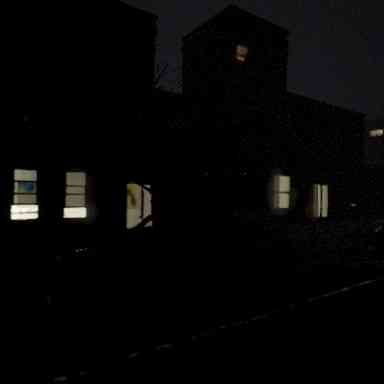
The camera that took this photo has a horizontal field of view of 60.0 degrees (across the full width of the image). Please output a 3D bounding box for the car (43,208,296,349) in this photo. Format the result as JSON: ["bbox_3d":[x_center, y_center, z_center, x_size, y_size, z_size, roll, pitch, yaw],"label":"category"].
[{"bbox_3d":[-0.099,1.300,6.464,5.009,1.841,2.192,0,1,-35],"label":"car"}]

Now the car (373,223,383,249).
[{"bbox_3d":[8.706,1.381,12.745,4.097,1.590,1.967,0,1,-35],"label":"car"}]
